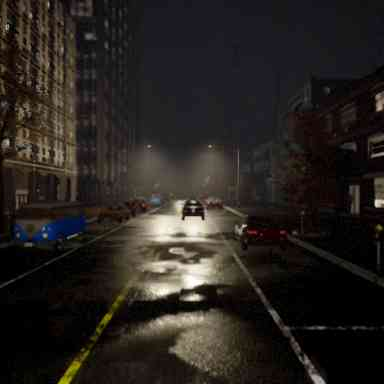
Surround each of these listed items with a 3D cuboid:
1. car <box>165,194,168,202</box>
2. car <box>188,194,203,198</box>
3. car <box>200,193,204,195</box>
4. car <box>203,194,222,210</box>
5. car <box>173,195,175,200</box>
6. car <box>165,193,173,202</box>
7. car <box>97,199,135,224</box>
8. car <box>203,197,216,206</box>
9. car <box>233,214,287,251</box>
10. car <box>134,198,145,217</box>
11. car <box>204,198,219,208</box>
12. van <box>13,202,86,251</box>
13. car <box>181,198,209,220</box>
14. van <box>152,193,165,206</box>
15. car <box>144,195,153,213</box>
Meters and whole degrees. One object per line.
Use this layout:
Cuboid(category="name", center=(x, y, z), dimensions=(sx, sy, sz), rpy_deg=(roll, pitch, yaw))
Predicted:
Cuboid(category="car", center=(-5.692, 1.437, 57.977), dimensions=(1.887, 1.381, 4.507), rpy_deg=(0, 0, 0))
Cuboid(category="car", center=(0.098, 1.419, 44.590), dimensions=(1.837, 1.490, 4.892), rpy_deg=(0, 0, 0))
Cuboid(category="car", center=(2.688, 1.444, 69.050), dimensions=(1.947, 1.339, 4.313), rpy_deg=(0, 0, 0))
Cuboid(category="car", center=(2.691, 1.359, 41.364), dimensions=(1.967, 1.590, 4.097), rpy_deg=(0, 0, 0))
Cuboid(category="car", center=(-5.693, 1.175, 85.661), dimensions=(2.192, 1.841, 5.009), rpy_deg=(0, 0, 0))
Cuboid(category="car", center=(-5.691, 1.192, 69.050), dimensions=(2.192, 1.841, 5.009), rpy_deg=(0, 0, 0))
Cuboid(category="car", center=(-5.689, 1.473, 24.585), dimensions=(1.752, 1.417, 4.829), rpy_deg=(0, 0, 0))
Cuboid(category="car", center=(2.690, 1.445, 52.438), dimensions=(1.887, 1.381, 4.507), rpy_deg=(0, 0, 0))
Cuboid(category="car", center=(2.692, 1.552, 13.679), dimensions=(1.802, 1.307, 4.206), rpy_deg=(0, 0, 0))
Cuboid(category="car", center=(-5.690, 1.519, 30.291), dimensions=(1.802, 1.307, 4.206), rpy_deg=(0, 0, 0))
Cuboid(category="car", center=(2.690, 1.491, 46.901), dimensions=(1.802, 1.307, 4.206), rpy_deg=(0, 0, 0))
Cuboid(category="van", center=(-5.688, 1.310, 13.680), dimensions=(1.690, 1.788, 3.998), rpy_deg=(0, 0, 0))
Cuboid(category="car", center=(0.100, 1.490, 27.629), dimensions=(2.033, 1.411, 5.357), rpy_deg=(0, 0, 0))
Cuboid(category="van", center=(-5.691, 1.241, 52.438), dimensions=(1.690, 1.788, 3.998), rpy_deg=(0, 0, 0))
Cuboid(category="car", center=(-5.689, 1.368, 35.829), dimensions=(1.967, 1.590, 4.097), rpy_deg=(0, 0, 0))
